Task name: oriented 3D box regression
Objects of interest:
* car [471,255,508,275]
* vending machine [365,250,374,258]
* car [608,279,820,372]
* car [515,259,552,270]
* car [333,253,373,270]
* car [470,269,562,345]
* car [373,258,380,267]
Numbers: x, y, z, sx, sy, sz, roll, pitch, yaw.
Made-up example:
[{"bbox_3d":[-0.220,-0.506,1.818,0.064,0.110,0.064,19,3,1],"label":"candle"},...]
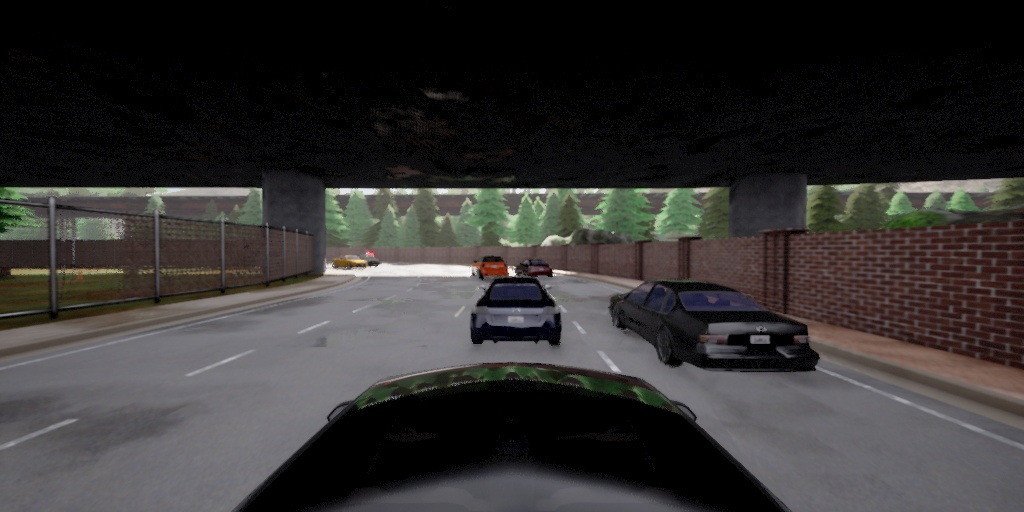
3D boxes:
[{"bbox_3d":[-1.782,0.712,27.106,2.097,1.767,4.553,0,1,-15],"label":"car"},{"bbox_3d":[-23.142,0.078,58.237,0.880,2.100,1.100,0,0,17],"label":"vending machine"},{"bbox_3d":[3.579,1.207,7.655,2.033,1.411,5.357,0,1,0],"label":"car"},{"bbox_3d":[1.612,0.912,27.884,1.994,1.385,4.181,0,1,-16],"label":"car"},{"bbox_3d":[-17.491,0.658,38.799,5.008,1.535,1.882,1,1,39],"label":"car"},{"bbox_3d":[0.087,1.200,9.145,1.994,1.385,4.181,0,1,0],"label":"car"},{"bbox_3d":[-18.162,0.460,43.550,4.553,1.767,2.097,1,1,32],"label":"car"}]
